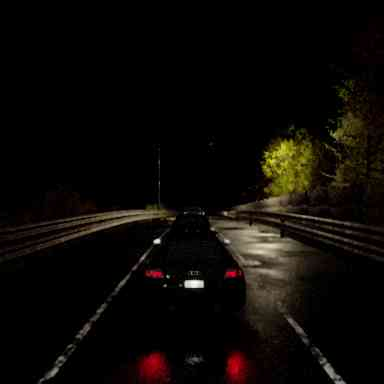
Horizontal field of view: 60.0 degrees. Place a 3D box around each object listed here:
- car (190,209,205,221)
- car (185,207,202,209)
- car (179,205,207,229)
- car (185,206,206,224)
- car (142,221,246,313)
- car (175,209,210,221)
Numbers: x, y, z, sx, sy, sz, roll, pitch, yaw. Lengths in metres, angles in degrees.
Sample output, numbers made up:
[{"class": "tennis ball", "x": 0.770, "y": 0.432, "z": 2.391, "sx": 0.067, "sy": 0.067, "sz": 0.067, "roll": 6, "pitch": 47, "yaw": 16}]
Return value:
[{"class": "car", "x": 0.850, "y": 3.236, "z": 46.409, "sx": 1.882, "sy": 1.535, "sz": 5.008, "roll": 0, "pitch": -4, "yaw": 3}, {"class": "car", "x": 0.023, "y": 1.829, "z": 20.267, "sx": 2.128, "sy": 1.511, "sz": 4.902, "roll": 0, "pitch": -2, "yaw": 0}, {"class": "car", "x": 0.101, "y": 1.982, "z": 27.264, "sx": 2.097, "sy": 1.767, "sz": 4.553, "roll": 0, "pitch": -3, "yaw": 1}, {"class": "car", "x": 0.421, "y": 2.498, "z": 36.456, "sx": 2.097, "sy": 1.767, "sz": 4.553, "roll": 0, "pitch": -3, "yaw": 2}, {"class": "car", "x": 0.014, "y": 1.604, "z": 7.822, "sx": 1.994, "sy": 1.385, "sz": 4.181, "roll": 0, "pitch": -1, "yaw": -1}, {"class": "car", "x": 0.006, "y": 1.658, "z": 14.041, "sx": 1.837, "sy": 1.490, "sz": 4.892, "roll": 0, "pitch": -1, "yaw": 0}]
